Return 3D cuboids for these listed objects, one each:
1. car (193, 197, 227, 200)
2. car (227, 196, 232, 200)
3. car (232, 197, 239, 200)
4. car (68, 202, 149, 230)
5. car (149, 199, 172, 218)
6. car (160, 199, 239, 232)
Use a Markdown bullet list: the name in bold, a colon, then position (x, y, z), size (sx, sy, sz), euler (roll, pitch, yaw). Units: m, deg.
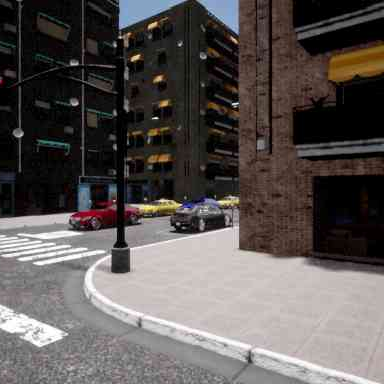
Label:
- **car**: position (0.709, 1.221, 27.692), size (1.812, 1.442, 4.674), euler (0, 1, 36)
- **car**: position (4.082, 1.111, 36.540), size (1.752, 1.417, 4.829), euler (1, 1, 36)
- **car**: position (6.550, 1.097, 35.741), size (1.812, 1.442, 4.674), euler (0, 1, 36)
- **car**: position (-5.011, 1.343, 19.788), size (1.812, 1.442, 4.674), euler (0, 1, 36)
- **car**: position (-2.576, 1.252, 27.359), size (1.752, 1.417, 4.829), euler (1, 1, 36)
- **car**: position (0.591, 1.333, 18.305), size (2.008, 1.369, 4.403), euler (1, 1, 36)
